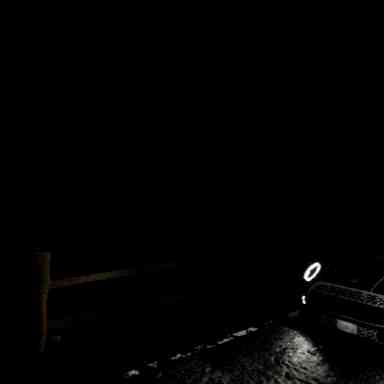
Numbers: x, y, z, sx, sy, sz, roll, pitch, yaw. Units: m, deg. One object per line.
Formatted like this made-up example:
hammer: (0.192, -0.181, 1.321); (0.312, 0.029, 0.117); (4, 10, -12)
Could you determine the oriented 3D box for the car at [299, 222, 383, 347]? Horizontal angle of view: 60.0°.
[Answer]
car: (4.009, 1.354, 6.166); (4.553, 1.767, 2.097); (0, 0, -38)
